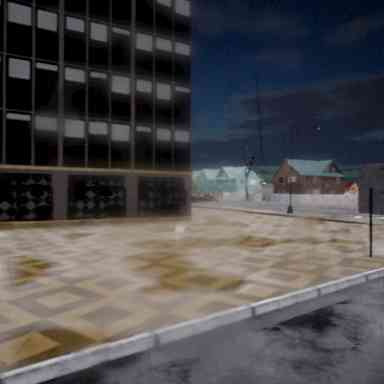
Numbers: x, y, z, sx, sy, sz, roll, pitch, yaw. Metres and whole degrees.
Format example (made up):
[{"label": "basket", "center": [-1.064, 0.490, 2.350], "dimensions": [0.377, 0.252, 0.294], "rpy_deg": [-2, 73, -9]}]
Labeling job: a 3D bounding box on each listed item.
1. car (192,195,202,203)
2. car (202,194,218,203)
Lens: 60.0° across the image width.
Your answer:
[{"label": "car", "center": [-0.794, 1.012, 54.239], "dimensions": [1.837, 1.490, 4.892], "rpy_deg": [0, 0, -27]}, {"label": "car", "center": [2.468, 1.061, 55.010], "dimensions": [1.812, 1.442, 4.674], "rpy_deg": [0, 0, -27]}]
